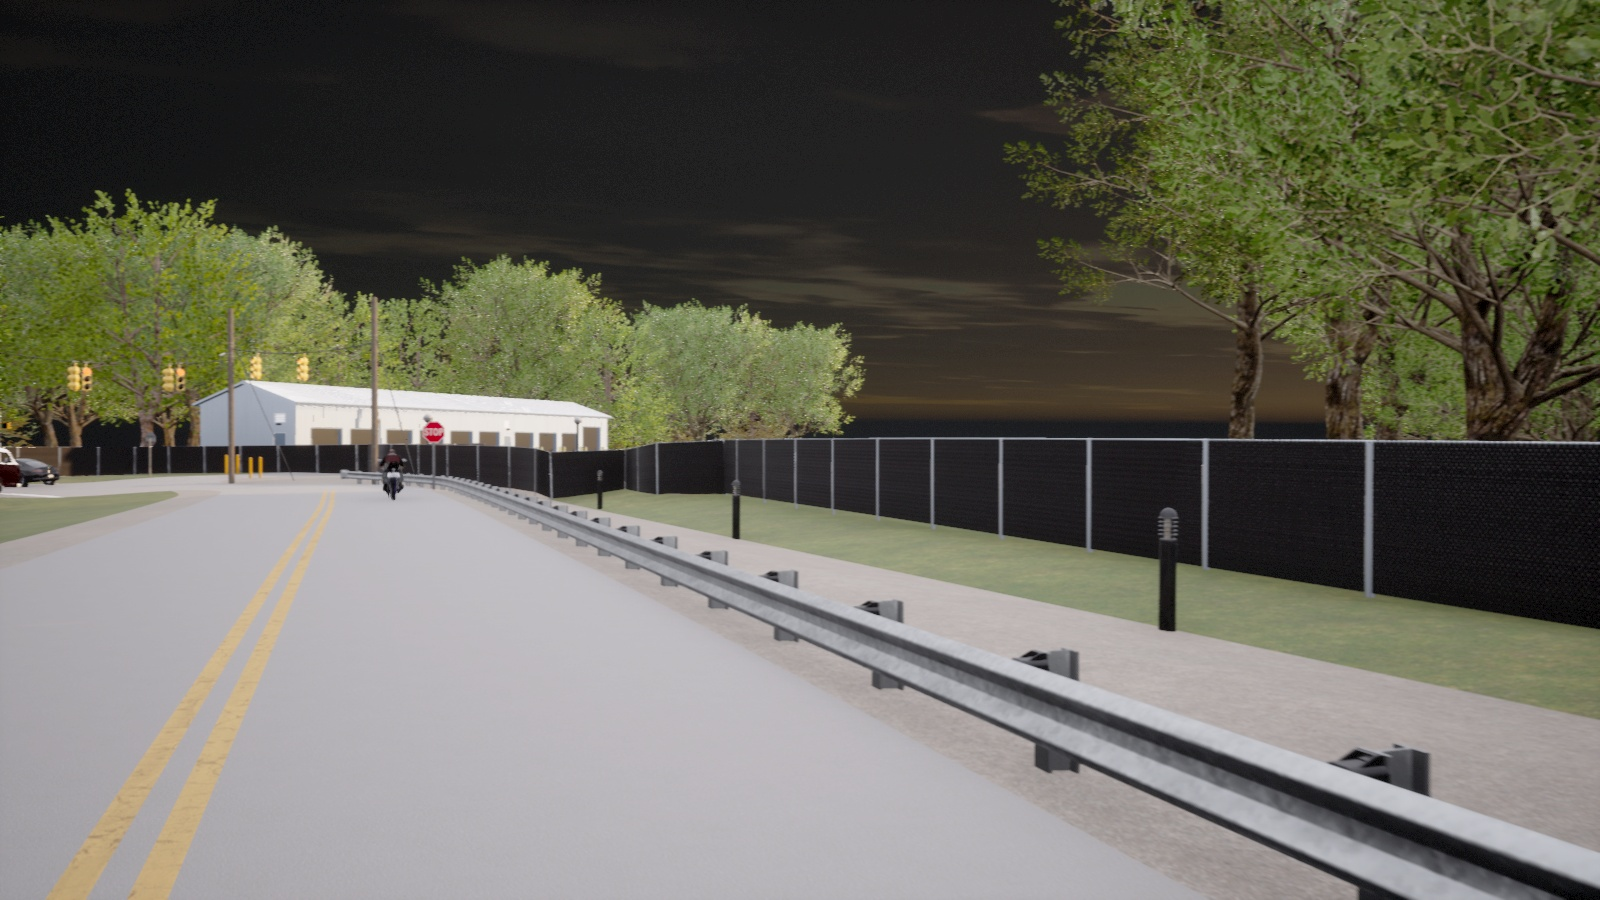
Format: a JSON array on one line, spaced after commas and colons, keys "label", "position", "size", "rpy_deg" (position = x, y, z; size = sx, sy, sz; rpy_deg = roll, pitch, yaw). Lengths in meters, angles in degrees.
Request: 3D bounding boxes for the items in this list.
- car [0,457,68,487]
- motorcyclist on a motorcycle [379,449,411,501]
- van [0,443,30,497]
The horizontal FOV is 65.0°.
[{"label": "car", "position": [-41.092, 1.130, 66.003], "size": [4.674, 1.442, 1.812], "rpy_deg": [0, 2, 17]}, {"label": "motorcyclist on a motorcycle", "position": [-12.214, 0.736, 37.843], "size": [0.866, 1.530, 2.191], "rpy_deg": [0, 0, -20]}, {"label": "van", "position": [-32.785, 0.639, 48.610], "size": [2.069, 2.038, 4.480], "rpy_deg": [1, -4, 37]}]
